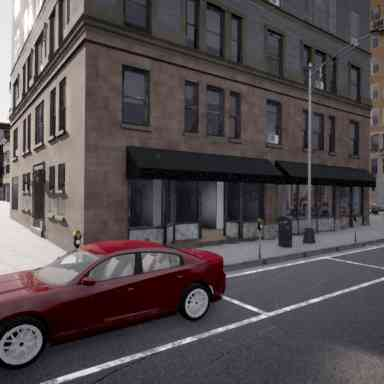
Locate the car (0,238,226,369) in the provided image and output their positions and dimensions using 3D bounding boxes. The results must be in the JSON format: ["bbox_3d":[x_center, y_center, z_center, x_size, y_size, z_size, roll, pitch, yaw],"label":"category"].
[{"bbox_3d":[-1.449,1.545,5.717,4.507,1.381,1.887,0,1,-35],"label":"car"}]

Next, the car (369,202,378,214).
[{"bbox_3d":[14.200,1.363,30.842,1.812,1.442,4.674,1,0,-33],"label":"car"}]

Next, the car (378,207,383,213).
[{"bbox_3d":[16.458,1.370,33.270,1.837,1.490,4.892,1,0,-35],"label":"car"}]
